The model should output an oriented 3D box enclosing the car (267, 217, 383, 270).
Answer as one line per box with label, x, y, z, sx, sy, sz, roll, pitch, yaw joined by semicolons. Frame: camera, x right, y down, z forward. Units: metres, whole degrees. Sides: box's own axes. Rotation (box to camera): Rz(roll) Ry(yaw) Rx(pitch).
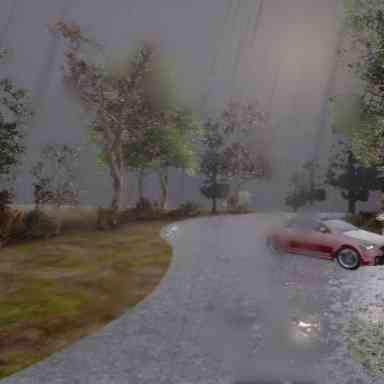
car;4.581;1.579;11.256;1.994;1.385;4.181;0;0;-35
